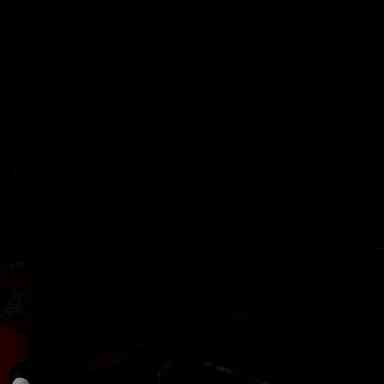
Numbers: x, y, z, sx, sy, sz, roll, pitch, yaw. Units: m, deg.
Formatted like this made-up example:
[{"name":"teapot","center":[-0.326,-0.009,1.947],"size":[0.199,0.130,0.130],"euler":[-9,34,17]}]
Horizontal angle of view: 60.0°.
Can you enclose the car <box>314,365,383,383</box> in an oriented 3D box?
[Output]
[{"name":"car","center":[2.411,1.567,1.230],"size":[4.313,1.339,1.947],"euler":[0,1,36]}]

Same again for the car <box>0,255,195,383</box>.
[{"name":"car","center":[-2.070,1.541,4.428],"size":[4.507,1.381,1.887],"euler":[0,1,36]}]
